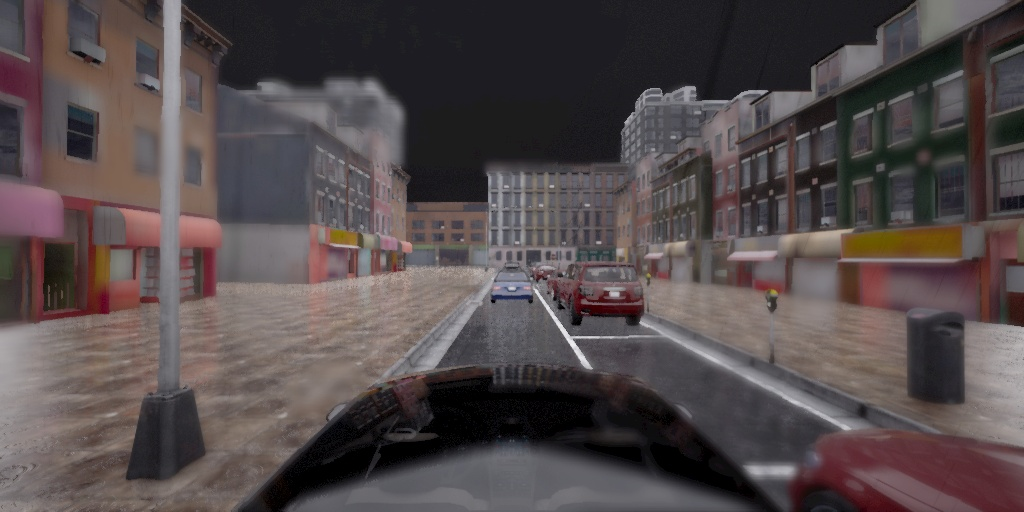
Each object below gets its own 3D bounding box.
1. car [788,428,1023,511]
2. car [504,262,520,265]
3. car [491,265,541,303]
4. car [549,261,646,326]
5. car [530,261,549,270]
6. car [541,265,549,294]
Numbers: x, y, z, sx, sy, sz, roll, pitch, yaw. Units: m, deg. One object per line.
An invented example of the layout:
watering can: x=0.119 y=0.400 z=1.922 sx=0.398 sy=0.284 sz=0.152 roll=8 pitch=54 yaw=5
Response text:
car: x=2.639 y=1.328 z=0.588 sx=1.802 sy=1.307 sz=4.207 roll=0 pitch=0 yaw=0
car: x=0.000 y=1.284 z=31.501 sx=1.837 sy=1.490 sz=4.892 roll=0 pitch=0 yaw=0
car: x=0.000 y=1.318 z=16.500 sx=2.033 sy=1.411 sz=5.357 roll=0 pitch=0 yaw=0
car: x=2.639 y=1.065 z=11.595 sx=2.192 sy=1.841 sz=5.009 roll=0 pitch=0 yaw=0
car: x=2.639 y=1.308 z=28.106 sx=1.888 sy=1.381 sz=4.507 roll=0 pitch=0 yaw=0
car: x=2.639 y=1.299 z=17.099 sx=1.888 sy=1.381 sz=4.507 roll=0 pitch=0 yaw=0
